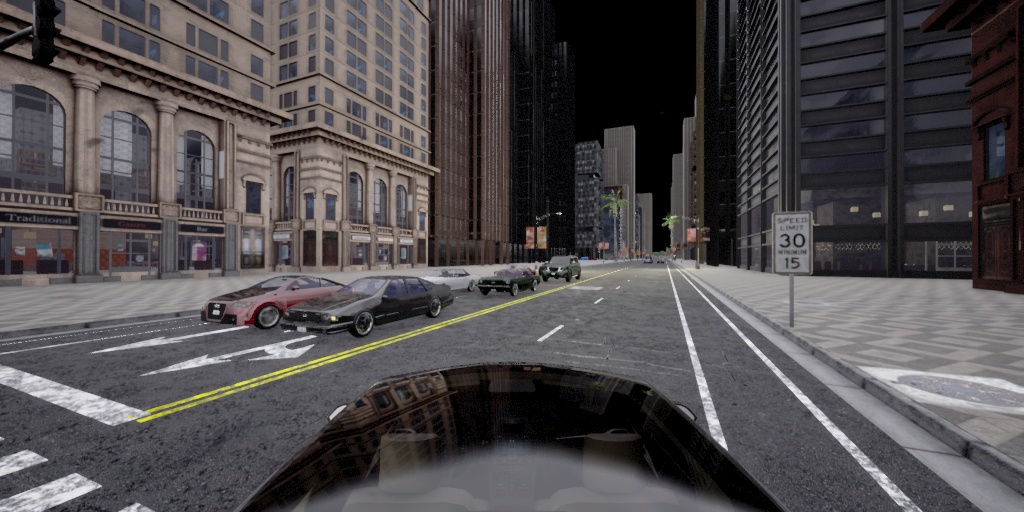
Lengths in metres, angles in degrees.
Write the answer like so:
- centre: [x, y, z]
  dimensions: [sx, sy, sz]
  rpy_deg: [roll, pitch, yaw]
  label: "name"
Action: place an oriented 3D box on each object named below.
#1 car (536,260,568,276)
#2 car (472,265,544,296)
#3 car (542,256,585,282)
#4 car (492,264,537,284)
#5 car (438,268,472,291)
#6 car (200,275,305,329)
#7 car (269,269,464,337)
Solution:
- centre: [4.320, 1.251, 37.935]
  dimensions: [1.882, 1.535, 5.008]
  rpy_deg: [0, 0, 24]
  label: "car"
- centre: [-0.040, 1.358, 19.519]
  dimensions: [1.895, 1.301, 4.718]
  rpy_deg: [0, 0, 23]
  label: "car"
- centre: [4.158, 0.987, 29.357]
  dimensions: [2.150, 2.045, 5.566]
  rpy_deg: [0, 0, 23]
  label: "car"
- centre: [0.283, 1.364, 28.561]
  dimensions: [1.895, 1.301, 4.718]
  rpy_deg: [0, 0, 23]
  label: "car"
- centre: [-3.626, 1.357, 19.398]
  dimensions: [1.895, 1.301, 4.718]
  rpy_deg: [0, 0, 23]
  label: "car"
- centre: [-7.057, 1.316, 11.337]
  dimensions: [1.994, 1.385, 4.181]
  rpy_deg: [0, 0, 23]
  label: "car"
- centre: [-3.800, 1.299, 10.698]
  dimensions: [2.033, 1.411, 5.357]
  rpy_deg: [0, 0, 23]
  label: "car"
